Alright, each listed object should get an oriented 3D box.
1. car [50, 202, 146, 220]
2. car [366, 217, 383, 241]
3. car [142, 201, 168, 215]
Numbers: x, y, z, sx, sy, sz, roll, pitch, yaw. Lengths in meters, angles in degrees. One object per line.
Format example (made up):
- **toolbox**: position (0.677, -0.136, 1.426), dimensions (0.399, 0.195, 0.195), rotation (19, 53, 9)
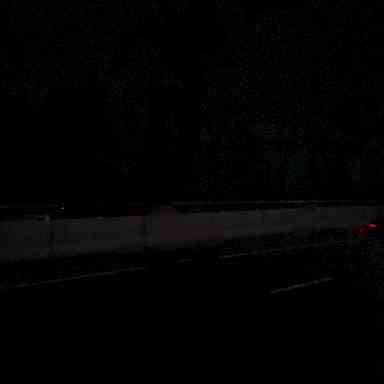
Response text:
- **car**: position (-4.970, 1.382, 17.523), dimensions (4.718, 1.301, 1.895), rotation (0, 1, -34)
- **car**: position (9.991, 1.484, 14.631), dimensions (5.357, 1.411, 2.033), rotation (0, 1, -30)
- **car**: position (-3.756, 1.307, 22.487), dimensions (4.181, 1.385, 1.994), rotation (0, 1, -33)
